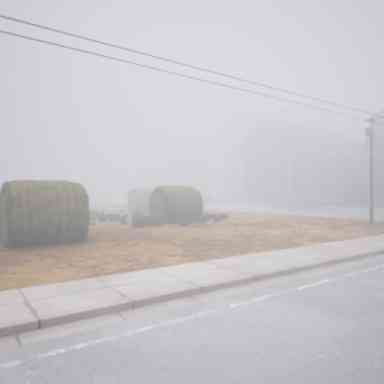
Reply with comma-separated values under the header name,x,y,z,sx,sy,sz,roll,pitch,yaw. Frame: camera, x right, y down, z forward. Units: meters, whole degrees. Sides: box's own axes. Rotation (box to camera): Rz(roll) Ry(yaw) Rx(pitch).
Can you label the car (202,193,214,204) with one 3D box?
name,x,y,z,sx,sy,sz,roll,pitch,yaw
car,2.101,1.204,61.969,3.866,1.878,1.905,-2,5,11
